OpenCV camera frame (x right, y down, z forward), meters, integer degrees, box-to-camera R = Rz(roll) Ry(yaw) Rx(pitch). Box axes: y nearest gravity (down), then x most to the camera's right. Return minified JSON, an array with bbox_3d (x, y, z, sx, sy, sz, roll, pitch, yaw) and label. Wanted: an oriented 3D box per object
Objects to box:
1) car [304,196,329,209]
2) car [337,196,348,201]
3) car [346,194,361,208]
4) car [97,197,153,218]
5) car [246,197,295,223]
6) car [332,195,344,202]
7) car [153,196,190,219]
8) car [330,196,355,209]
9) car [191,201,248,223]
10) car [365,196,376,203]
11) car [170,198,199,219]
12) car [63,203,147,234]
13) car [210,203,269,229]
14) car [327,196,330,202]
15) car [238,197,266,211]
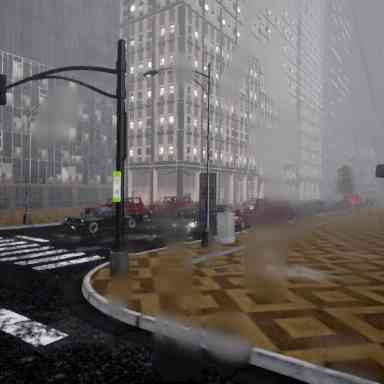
[{"bbox_3d":[17.044,1.646,46.134,1.994,1.385,4.181,1,1,35],"label":"car"},{"bbox_3d":[39.425,1.623,87.115,1.947,1.339,4.313,1,1,35],"label":"car"},{"bbox_3d":[25.388,1.366,52.882,2.150,2.045,5.566,1,1,35],"label":"car"},{"bbox_3d":[-5.498,1.275,23.794,2.192,1.841,5.009,1,0,35],"label":"car"},{"bbox_3d":[6.712,1.409,26.966,2.192,1.841,5.009,1,0,35],"label":"car"},{"bbox_3d":[36.140,1.571,82.468,1.752,1.417,4.829,1,1,35],"label":"car"},{"bbox_3d":[-1.843,1.283,28.964,2.192,1.841,5.009,1,0,35],"label":"car"},{"bbox_3d":[21.360,1.656,47.119,1.812,1.442,4.674,1,1,35],"label":"car"},{"bbox_3d":[2.146,1.613,25.045,1.994,1.385,4.181,1,1,35],"label":"car"},{"bbox_3d":[39.470,1.598,73.528,1.967,1.590,4.097,1,1,35],"label":"car"},{"bbox_3d":[0.690,1.486,28.054,1.882,1.535,5.008,1,1,35],"label":"car"},{"bbox_3d":[-5.164,1.595,19.747,1.895,1.301,4.718,1,1,35],"label":"car"},{"bbox_3d":[3.223,1.668,22.038,1.802,1.307,4.206,1,0,35],"label":"car"},{"bbox_3d":[29.832,1.617,73.548,1.802,1.307,4.206,1,1,35],"label":"car"},{"bbox_3d":[7.658,1.431,42.293,1.967,1.590,4.097,1,0,35],"label":"car"}]
